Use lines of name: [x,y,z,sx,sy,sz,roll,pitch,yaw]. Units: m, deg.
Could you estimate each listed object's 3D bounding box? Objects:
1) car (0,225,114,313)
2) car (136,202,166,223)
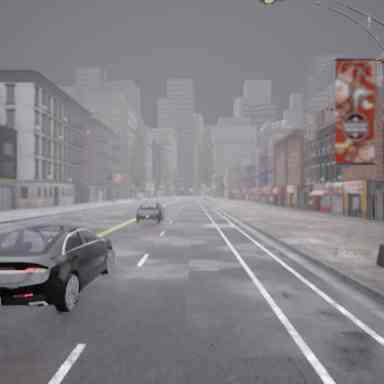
car: [-3.151,1.506,7.660,2.128,1.511,4.902,0,0,0]
car: [-3.151,1.546,25.942,2.128,1.511,4.902,0,0,0]
